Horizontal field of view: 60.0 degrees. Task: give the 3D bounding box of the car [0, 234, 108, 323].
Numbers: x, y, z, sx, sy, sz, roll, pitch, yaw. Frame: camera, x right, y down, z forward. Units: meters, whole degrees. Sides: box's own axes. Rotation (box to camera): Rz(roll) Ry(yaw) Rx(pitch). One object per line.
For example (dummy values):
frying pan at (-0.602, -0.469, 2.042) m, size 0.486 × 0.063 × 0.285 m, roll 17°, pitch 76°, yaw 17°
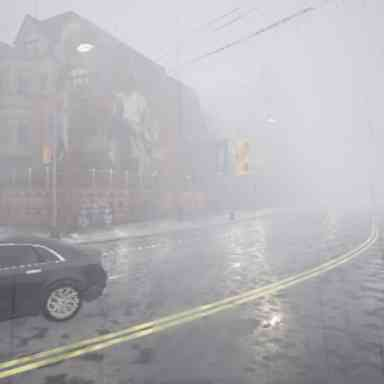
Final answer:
car at (-3.908, 1.547, 5.691) m, size 4.892 × 1.490 × 1.837 m, roll 0°, pitch 0°, yaw -38°
